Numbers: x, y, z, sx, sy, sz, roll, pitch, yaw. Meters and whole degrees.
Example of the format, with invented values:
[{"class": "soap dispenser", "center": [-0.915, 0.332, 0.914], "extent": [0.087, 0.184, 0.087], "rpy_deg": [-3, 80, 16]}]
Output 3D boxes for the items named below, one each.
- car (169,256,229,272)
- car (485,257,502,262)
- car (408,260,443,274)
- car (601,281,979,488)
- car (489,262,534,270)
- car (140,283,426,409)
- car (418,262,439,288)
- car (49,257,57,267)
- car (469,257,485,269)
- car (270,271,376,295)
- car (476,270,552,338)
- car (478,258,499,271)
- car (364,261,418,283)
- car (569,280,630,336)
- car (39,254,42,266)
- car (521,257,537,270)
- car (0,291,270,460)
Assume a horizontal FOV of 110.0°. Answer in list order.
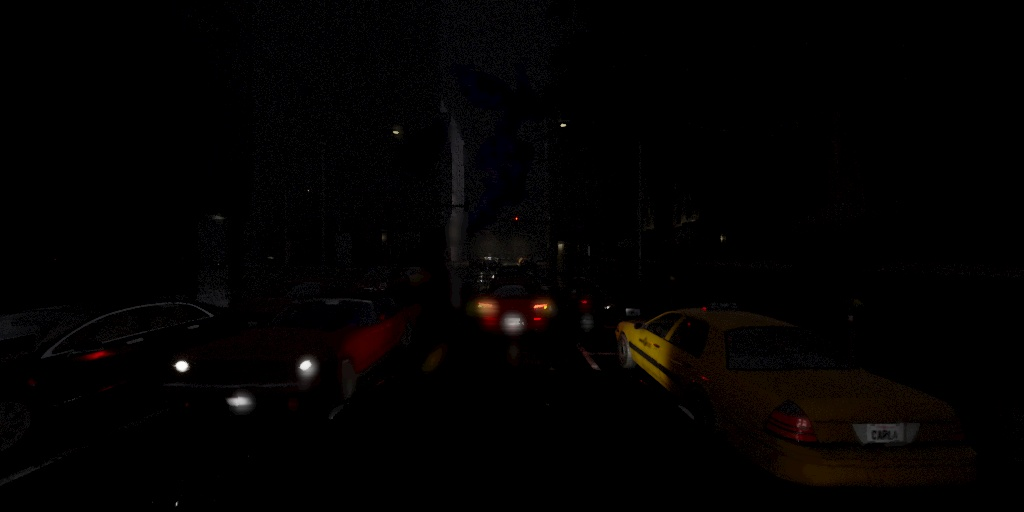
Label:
[{"class": "car", "center": [-28.183, 0.738, 32.570], "extent": [4.892, 1.490, 1.837], "rpy_deg": [1, 0, 0]}, {"class": "car", "center": [-3.136, 1.328, 57.934], "extent": [1.994, 1.385, 4.181], "rpy_deg": [0, 0, 0]}, {"class": "car", "center": [-8.860, 1.135, 33.490], "extent": [4.674, 1.442, 1.812], "rpy_deg": [1, 0, -13]}, {"class": "car", "center": [2.761, 1.275, 4.958], "extent": [1.751, 1.417, 4.829], "rpy_deg": [0, 0, 0]}, {"class": "car", "center": [0.003, 1.256, 18.946], "extent": [1.837, 1.490, 4.892], "rpy_deg": [0, 0, 0]}, {"class": "car", "center": [-3.094, 1.351, 6.284], "extent": [1.895, 1.301, 4.718], "rpy_deg": [0, 0, 0]}, {"class": "car", "center": [-5.779, 1.277, 20.979], "extent": [1.751, 1.417, 4.829], "rpy_deg": [0, 0, 0]}, {"class": "car", "center": [-48.219, 0.418, 35.663], "extent": [4.181, 1.385, 1.994], "rpy_deg": [1, 0, 0]}, {"class": "car", "center": [-5.814, 1.079, 58.556], "extent": [2.192, 1.841, 5.009], "rpy_deg": [0, 0, 0]}, {"class": "car", "center": [-5.769, 1.295, 10.235], "extent": [1.888, 1.381, 4.507], "rpy_deg": [0, 0, 0]}, {"class": "car", "center": [0.063, 1.276, 10.079], "extent": [1.812, 1.442, 4.674], "rpy_deg": [0, 0, 0]}, {"class": "car", "center": [-3.140, 1.285, 47.966], "extent": [1.812, 1.442, 4.674], "rpy_deg": [0, 0, 0]}, {"class": "car", "center": [-5.774, 1.191, 15.692], "extent": [1.967, 1.591, 4.097], "rpy_deg": [0, 0, 0]}, {"class": "car", "center": [2.756, 1.316, 10.245], "extent": [1.948, 1.339, 4.313], "rpy_deg": [0, 0, 0]}, {"class": "car", "center": [-46.170, 0.400, 32.554], "extent": [4.892, 1.490, 1.837], "rpy_deg": [0, 0, 0]}, {"class": "car", "center": [2.716, 1.201, 53.127], "extent": [1.967, 1.591, 4.097], "rpy_deg": [0, 0, 0]}, {"class": "car", "center": [-5.764, 1.301, 4.778], "extent": [2.007, 1.370, 4.403], "rpy_deg": [0, 0, 0]}]
